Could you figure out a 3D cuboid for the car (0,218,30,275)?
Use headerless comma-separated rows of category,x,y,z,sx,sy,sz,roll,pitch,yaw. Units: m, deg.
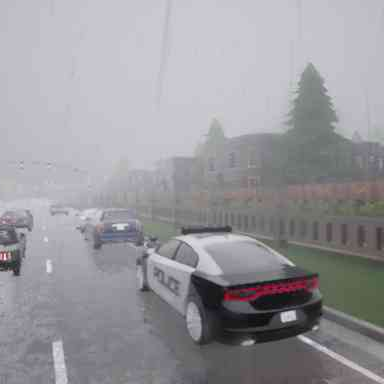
car,-6.354,1.755,10.542,1.895,1.301,4.718,0,-1,-24

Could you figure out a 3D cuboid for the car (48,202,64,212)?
car,-20.487,2.210,49.851,2.033,1.411,5.357,0,-1,-24

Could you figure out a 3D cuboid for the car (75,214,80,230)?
car,-6.350,1.793,21.286,1.812,1.442,4.674,0,-1,-24

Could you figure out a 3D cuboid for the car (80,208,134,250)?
car,-3.857,1.543,15.799,2.097,1.767,4.553,0,-1,-24

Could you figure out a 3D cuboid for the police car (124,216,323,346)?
police car,0.224,1.496,6.823,1.930,1.638,5.238,0,-1,-24

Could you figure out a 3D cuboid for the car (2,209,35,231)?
car,-11.782,1.864,22.481,2.033,1.411,5.357,0,-1,-24

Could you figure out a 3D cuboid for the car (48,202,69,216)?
car,-15.991,2.130,40.050,1.895,1.301,4.718,0,-1,-24
